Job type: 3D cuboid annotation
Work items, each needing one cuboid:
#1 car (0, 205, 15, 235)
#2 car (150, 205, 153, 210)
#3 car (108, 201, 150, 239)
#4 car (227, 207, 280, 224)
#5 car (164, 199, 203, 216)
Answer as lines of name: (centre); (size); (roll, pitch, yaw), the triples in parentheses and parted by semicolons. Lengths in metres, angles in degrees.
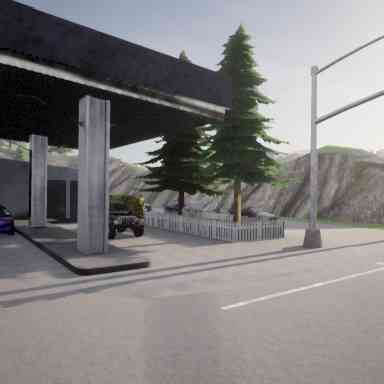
car: (-11.376, 1.525, 18.673); (2.242, 1.667, 4.611); (1, 0, -35)
car: (-6.889, 1.666, 41.467); (2.033, 1.411, 5.357); (1, 0, -34)
car: (-4.248, 1.448, 18.395); (1.905, 1.878, 3.866); (1, 0, -35)
car: (4.548, 1.815, 24.883); (1.994, 1.385, 4.181); (1, 0, -35)
car: (-0.856, 1.541, 32.721); (2.097, 1.767, 4.553); (1, 0, -35)
